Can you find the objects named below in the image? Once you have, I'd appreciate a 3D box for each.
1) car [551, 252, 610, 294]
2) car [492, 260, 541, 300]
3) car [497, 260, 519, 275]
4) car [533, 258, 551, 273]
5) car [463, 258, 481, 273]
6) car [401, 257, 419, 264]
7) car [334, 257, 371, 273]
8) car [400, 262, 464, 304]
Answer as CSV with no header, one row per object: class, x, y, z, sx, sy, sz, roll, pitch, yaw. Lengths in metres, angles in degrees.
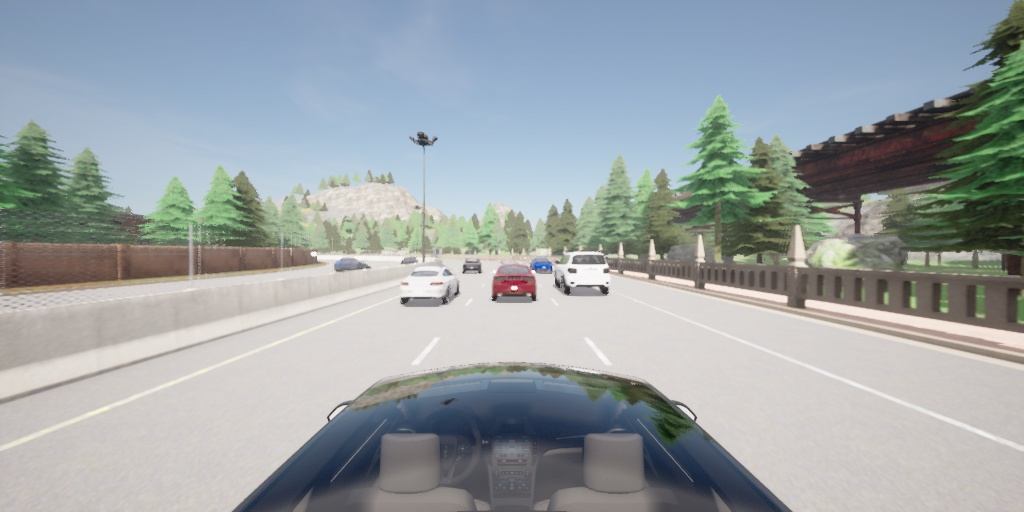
car,3.593,0.821,19.112,2.150,2.045,5.566,0,1,0
car,0.093,1.097,16.689,1.882,1.535,5.008,0,1,0
car,-0.465,1.054,35.776,1.895,1.301,4.718,0,1,-5
car,2.890,0.919,37.169,1.882,1.535,5.008,0,0,-5
car,-4.112,0.934,36.950,2.128,1.511,4.902,0,0,-6
car,-12.288,0.863,43.479,1.882,1.535,5.008,0,0,-11
car,-14.458,1.043,32.711,1.994,1.385,4.181,0,1,-4
car,-3.419,1.156,15.422,1.812,1.442,4.674,0,0,0
